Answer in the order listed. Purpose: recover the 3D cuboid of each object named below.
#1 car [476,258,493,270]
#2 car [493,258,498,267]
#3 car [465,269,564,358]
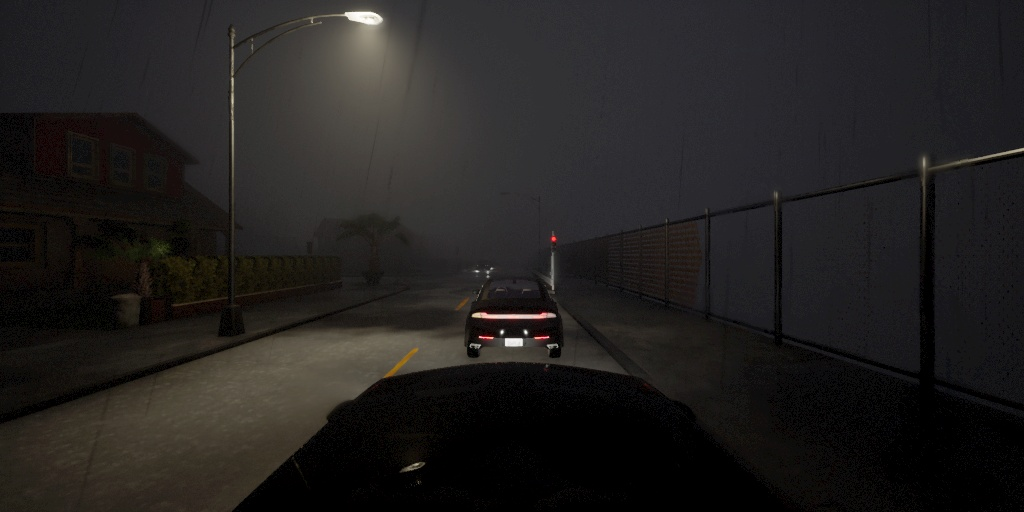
[{"bbox_3d":[-4.111,1.255,51.850,1.837,1.490,4.892,0,0,0],"label":"car"},{"bbox_3d":[-4.089,1.298,63.073,2.033,1.411,5.357,0,0,0],"label":"car"},{"bbox_3d":[0.052,1.242,8.465,2.128,1.511,4.902,0,0,0],"label":"car"}]
